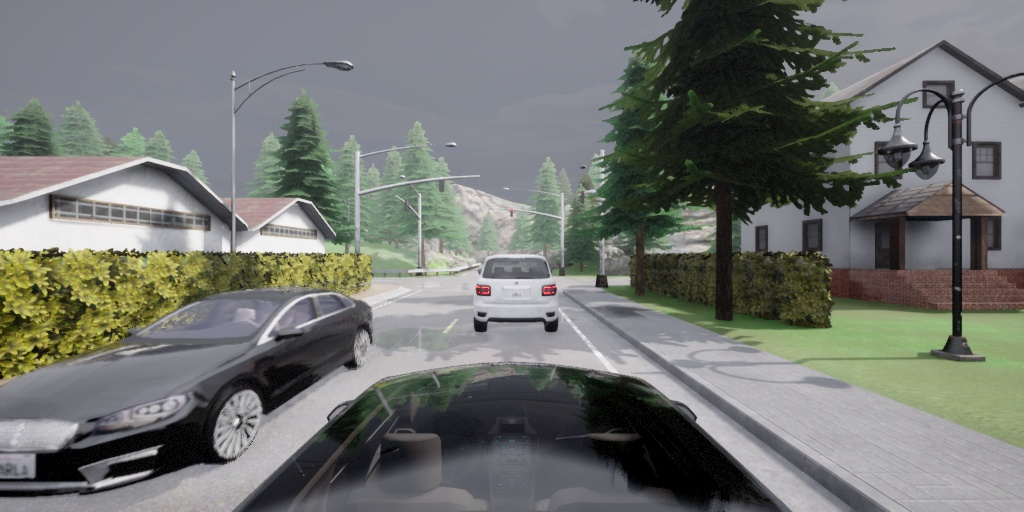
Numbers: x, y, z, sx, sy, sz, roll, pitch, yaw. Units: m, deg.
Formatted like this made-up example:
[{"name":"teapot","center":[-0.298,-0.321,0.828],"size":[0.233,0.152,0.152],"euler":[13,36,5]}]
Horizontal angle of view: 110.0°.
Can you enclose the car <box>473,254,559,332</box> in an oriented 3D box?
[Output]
[{"name":"car","center":[0.104,0.971,10.964],"size":[2.150,2.045,5.566],"euler":[0,0,0]}]

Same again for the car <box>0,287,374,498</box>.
[{"name":"car","center":[-3.579,1.242,5.014],"size":[2.128,1.511,4.902],"euler":[0,0,0]}]
